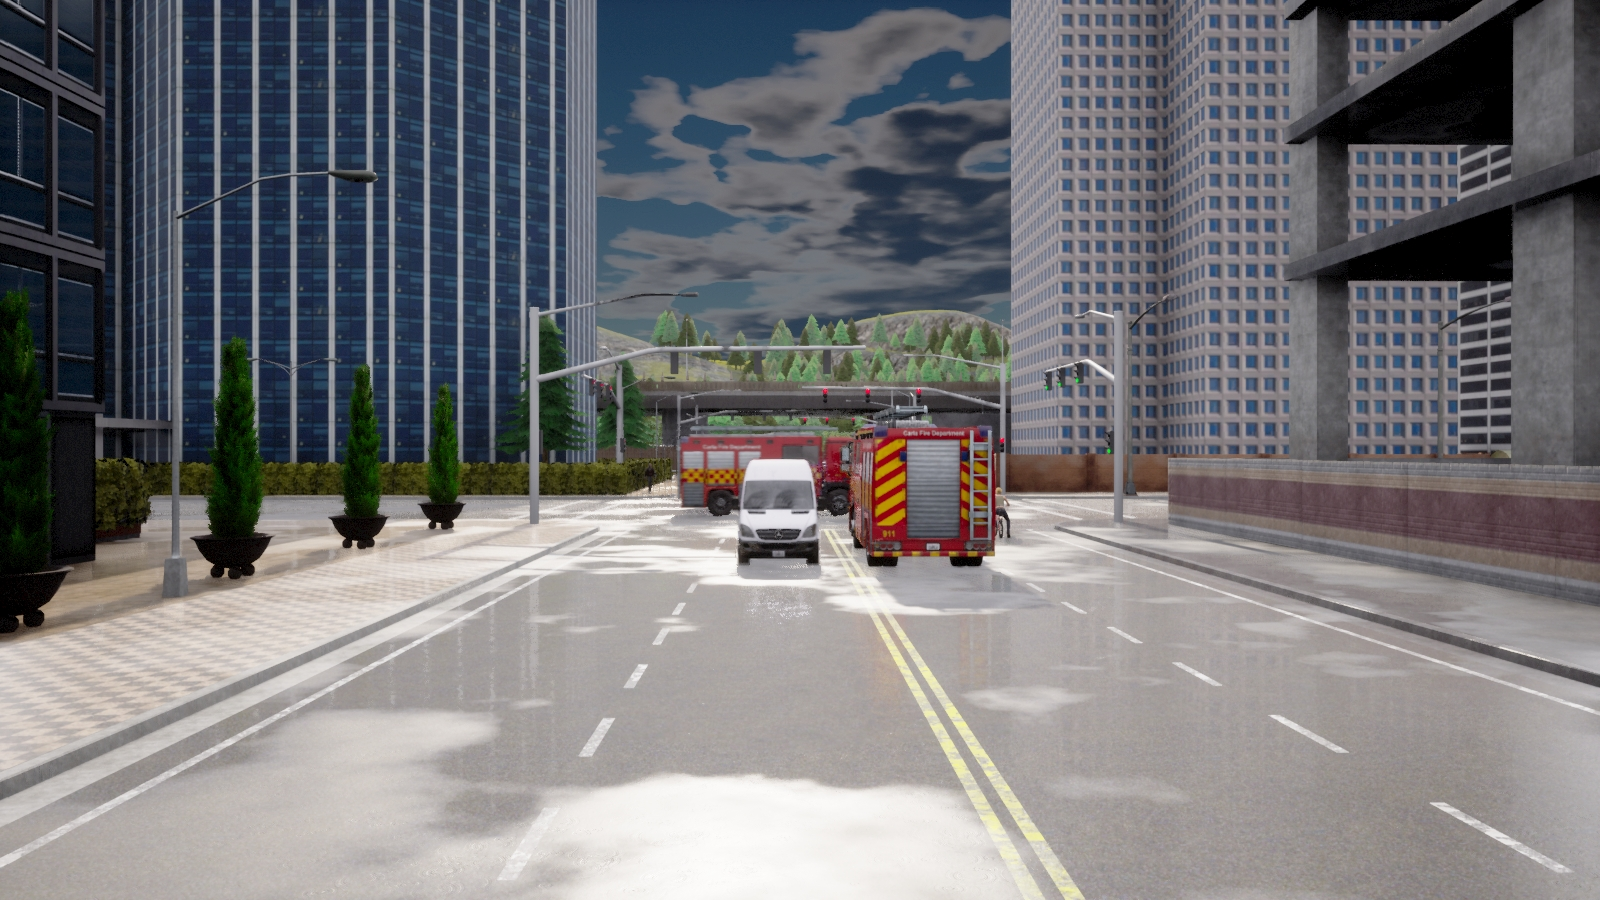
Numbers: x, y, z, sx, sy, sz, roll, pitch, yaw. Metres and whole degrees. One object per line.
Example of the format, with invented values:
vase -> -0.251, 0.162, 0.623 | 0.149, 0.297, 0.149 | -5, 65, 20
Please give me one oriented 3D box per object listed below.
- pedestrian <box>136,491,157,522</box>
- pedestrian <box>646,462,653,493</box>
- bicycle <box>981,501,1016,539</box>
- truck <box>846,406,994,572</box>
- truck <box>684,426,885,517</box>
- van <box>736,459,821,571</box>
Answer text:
pedestrian -> -23.929, 2.076, 41.827 | 0.500, 1.100, 0.500 | 0, 0, -3
pedestrian -> -9.285, 1.696, 70.532 | 0.375, 1.860, 0.375 | 0, 0, -12
bicycle -> 6.346, 2.233, 36.588 | 0.859, 1.126, 1.487 | 0, 0, -1
truck -> 2.932, 0.891, 30.480 | 2.891, 3.827, 8.468 | 0, 0, -1
truck -> -0.689, 0.891, 49.501 | 8.468, 3.827, 2.891 | 0, 0, -2
van -> -0.553, 1.534, 29.490 | 1.988, 2.561, 5.915 | 0, 0, -1
